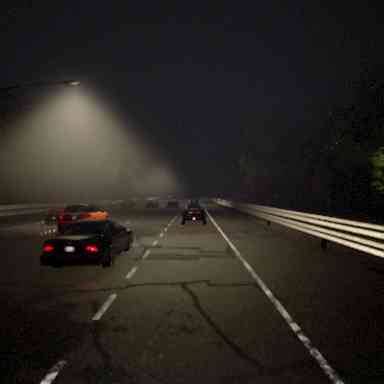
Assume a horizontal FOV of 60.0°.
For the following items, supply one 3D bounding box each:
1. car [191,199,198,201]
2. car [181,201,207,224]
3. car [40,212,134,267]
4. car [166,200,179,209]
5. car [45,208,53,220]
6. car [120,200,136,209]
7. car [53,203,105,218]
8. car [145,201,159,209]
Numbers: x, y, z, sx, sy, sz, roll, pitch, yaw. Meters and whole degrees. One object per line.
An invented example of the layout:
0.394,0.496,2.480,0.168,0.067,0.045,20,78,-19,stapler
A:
0.413,2.130,63.945,2.033,1.411,5.357,0,-1,0,car
0.168,1.751,27.225,1.837,1.490,4.892,0,-1,0,car
-3.388,1.653,11.726,2.033,1.411,5.357,0,0,0,car
-3.152,1.993,55.068,2.128,1.511,4.902,0,0,1,car
-10.331,1.771,27.212,1.812,1.442,4.674,0,0,0,car
-10.160,1.962,53.332,1.882,1.535,5.008,0,0,0,car
-6.858,1.545,21.536,2.097,1.767,4.553,0,-1,0,car
-6.638,2.112,56.241,1.895,1.301,4.718,0,-1,1,car
